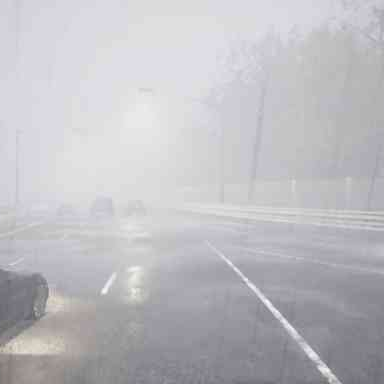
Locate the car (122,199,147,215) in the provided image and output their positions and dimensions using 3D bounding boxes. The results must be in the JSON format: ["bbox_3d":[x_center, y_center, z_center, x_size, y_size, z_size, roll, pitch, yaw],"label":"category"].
[{"bbox_3d":[-6.445,1.596,36.883,2.097,1.767,4.553,0,0,-19],"label":"car"}]

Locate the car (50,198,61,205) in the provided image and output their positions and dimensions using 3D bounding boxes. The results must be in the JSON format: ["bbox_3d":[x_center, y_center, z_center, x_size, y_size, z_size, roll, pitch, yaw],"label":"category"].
[{"bbox_3d":[-27.996,1.895,68.741,1.812,1.442,4.674,0,0,-41],"label":"car"}]

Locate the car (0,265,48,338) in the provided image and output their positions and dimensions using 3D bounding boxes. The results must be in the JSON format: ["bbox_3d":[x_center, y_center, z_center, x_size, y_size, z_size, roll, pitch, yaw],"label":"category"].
[{"bbox_3d":[-3.572,1.574,4.416,1.812,1.442,4.674,0,0,-2],"label":"car"}]

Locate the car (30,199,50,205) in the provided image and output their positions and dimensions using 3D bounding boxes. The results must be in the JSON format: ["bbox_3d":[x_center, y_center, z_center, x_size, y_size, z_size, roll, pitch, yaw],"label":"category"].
[{"bbox_3d":[-30.747,1.972,66.575,1.895,1.301,4.718,0,0,-41],"label":"car"}]

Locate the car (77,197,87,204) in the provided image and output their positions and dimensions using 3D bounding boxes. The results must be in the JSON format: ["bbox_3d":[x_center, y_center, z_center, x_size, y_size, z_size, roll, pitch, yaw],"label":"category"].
[{"bbox_3d":[-23.389,1.875,70.542,1.812,1.442,4.674,0,0,-26],"label":"car"}]

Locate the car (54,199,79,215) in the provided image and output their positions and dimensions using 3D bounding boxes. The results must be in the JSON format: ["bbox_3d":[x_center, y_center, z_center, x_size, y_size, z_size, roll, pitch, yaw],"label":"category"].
[{"bbox_3d":[-14.234,1.862,37.733,1.994,1.385,4.181,0,0,-21],"label":"car"}]

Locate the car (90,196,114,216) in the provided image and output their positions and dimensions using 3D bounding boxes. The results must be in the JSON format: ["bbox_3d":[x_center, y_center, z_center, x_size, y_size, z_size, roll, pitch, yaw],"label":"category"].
[{"bbox_3d":[-9.763,1.481,35.963,2.150,2.045,5.566,0,0,-19],"label":"car"}]
